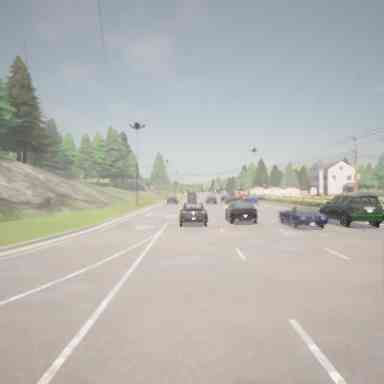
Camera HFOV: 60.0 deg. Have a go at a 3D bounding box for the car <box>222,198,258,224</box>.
[{"bbox_3d":[3.602,1.457,24.846,1.882,1.535,5.008,0,0,0],"label":"car"}]

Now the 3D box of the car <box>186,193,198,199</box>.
[{"bbox_3d":[0.001,1.442,59.363,2.128,1.511,4.902,0,0,0],"label":"car"}]

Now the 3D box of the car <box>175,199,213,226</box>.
[{"bbox_3d":[0.100,1.472,23.242,2.128,1.511,4.902,0,0,0],"label":"car"}]

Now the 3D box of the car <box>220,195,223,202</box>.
[{"bbox_3d":[7.001,1.252,69.782,1.882,1.535,5.008,0,0,0],"label":"car"}]

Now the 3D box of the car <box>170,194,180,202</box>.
[{"bbox_3d":[-3.499,1.253,69.812,1.882,1.535,5.008,0,0,0],"label":"car"}]

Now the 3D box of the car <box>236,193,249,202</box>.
[{"bbox_3d":[10.501,1.129,69.752,2.097,1.767,4.553,0,0,0],"label":"car"}]

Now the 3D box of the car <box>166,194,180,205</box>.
[{"bbox_3d":[-3.499,1.456,59.393,1.837,1.490,4.892,0,0,0],"label":"car"}]

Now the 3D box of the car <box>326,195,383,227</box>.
[{"bbox_3d":[10.600,1.202,22.475,2.150,2.045,5.566,0,0,0],"label":"car"}]

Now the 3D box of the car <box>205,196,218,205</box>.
[{"bbox_3d":[3.501,1.456,59.363,1.837,1.490,4.892,0,0,0],"label":"car"}]

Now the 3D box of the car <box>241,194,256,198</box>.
[{"bbox_3d":[10.501,1.428,59.363,1.882,1.535,5.008,0,0,0],"label":"car"}]

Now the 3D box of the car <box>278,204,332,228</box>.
[{"bbox_3d":[7.100,1.583,21.763,1.895,1.301,4.718,0,0,0],"label":"car"}]

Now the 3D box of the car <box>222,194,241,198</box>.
[{"bbox_3d":[7.001,1.455,59.363,1.837,1.490,4.892,0,0,0],"label":"car"}]
